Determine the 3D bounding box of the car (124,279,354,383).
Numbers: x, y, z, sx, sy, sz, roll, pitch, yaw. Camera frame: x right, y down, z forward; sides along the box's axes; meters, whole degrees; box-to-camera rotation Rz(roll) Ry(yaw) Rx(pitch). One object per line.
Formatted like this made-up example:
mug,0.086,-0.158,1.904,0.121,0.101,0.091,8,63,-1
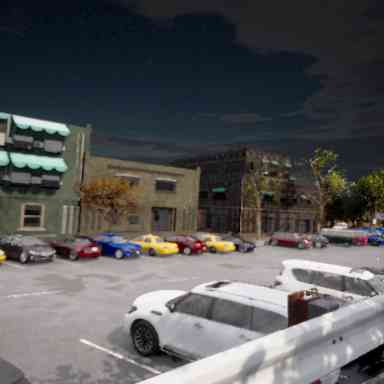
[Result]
car,0.810,3.388,8.549,5.566,2.045,2.435,3,-2,34

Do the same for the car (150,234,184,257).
car,-3.581,4.121,26.448,5.366,1.575,1.946,1,-3,34

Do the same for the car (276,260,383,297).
car,5.755,3.816,12.038,5.566,2.045,2.435,3,-2,34

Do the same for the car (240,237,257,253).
car,3.790,4.781,31.509,4.792,1.488,2.163,1,-4,34

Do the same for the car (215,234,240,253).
car,1.212,4.537,29.894,5.366,1.575,1.946,1,-3,34

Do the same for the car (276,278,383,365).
car,3.238,3.881,10.304,4.792,1.488,2.163,3,-2,34

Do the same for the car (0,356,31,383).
car,-4.043,3.092,4.998,4.553,1.767,2.185,3,-2,34

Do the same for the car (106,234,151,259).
car,-5.825,3.918,24.620,5.008,1.535,2.097,1,-4,35

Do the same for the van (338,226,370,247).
van,20.451,5.977,43.659,4.442,1.987,1.878,1,-3,34

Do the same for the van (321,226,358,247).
van,18.054,5.770,41.936,4.442,1.987,1.878,1,-3,34

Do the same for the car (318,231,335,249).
car,13.355,5.583,38.418,4.892,1.521,2.231,1,-3,34

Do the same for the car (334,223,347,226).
car,31.794,7.713,70.995,2.435,2.045,5.566,2,-2,36

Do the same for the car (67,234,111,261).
car,-8.245,3.740,22.914,4.792,1.488,2.163,1,-3,34

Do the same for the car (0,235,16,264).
car,-12.853,3.295,19.361,5.366,1.575,1.946,1,-4,34

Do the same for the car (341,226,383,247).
car,22.973,6.161,45.311,5.566,2.045,2.435,1,-4,34

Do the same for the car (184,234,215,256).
car,-1.024,4.335,28.076,5.008,1.535,2.097,1,-3,34

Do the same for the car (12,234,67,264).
car,-10.619,3.504,21.179,4.892,1.521,2.231,1,-4,34

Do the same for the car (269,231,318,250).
car,10.935,5.249,36.715,4.553,1.767,2.185,1,-4,34
